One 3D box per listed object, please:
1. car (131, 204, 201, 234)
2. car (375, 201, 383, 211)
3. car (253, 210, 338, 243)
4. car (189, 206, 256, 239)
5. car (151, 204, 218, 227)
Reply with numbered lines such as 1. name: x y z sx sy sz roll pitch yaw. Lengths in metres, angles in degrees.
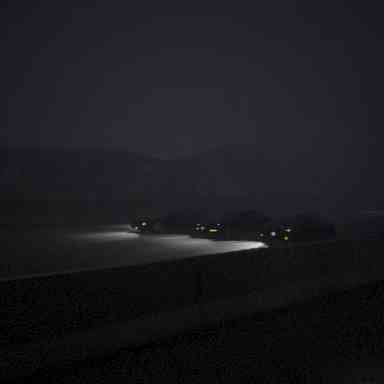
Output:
1. car: -0.998 1.695 20.474 5.357 1.411 2.033 1 -1 -35
2. car: 30.219 2.246 52.397 1.837 1.490 4.892 1 0 41
3. car: 5.352 1.750 16.428 4.181 1.385 1.994 1 -1 -36
4. car: 2.524 1.678 18.703 4.892 1.490 1.837 1 -1 -36
5. car: -0.507 1.695 25.143 4.892 1.490 1.837 1 -1 -36
